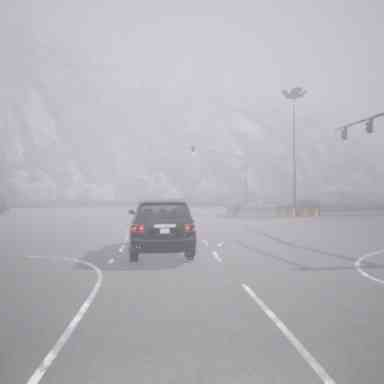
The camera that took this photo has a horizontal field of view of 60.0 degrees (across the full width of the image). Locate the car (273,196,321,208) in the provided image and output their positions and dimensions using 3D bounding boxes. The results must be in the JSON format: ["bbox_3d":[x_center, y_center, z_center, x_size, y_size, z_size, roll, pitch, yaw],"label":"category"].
[{"bbox_3d":[12.109,1.508,37.460,4.892,1.490,1.837,-1,0,-7],"label":"car"}]

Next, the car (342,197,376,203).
[{"bbox_3d":[24.781,1.479,49.508,4.902,1.511,2.128,0,0,-6],"label":"car"}]

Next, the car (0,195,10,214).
[{"bbox_3d":[-21.467,1.296,33.581,5.566,2.045,2.150,0,0,-7],"label":"car"}]

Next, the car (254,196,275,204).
[{"bbox_3d":[11.221,1.369,47.918,4.553,1.767,2.097,0,0,-7],"label":"car"}]

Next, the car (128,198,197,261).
[{"bbox_3d":[-1.198,1.243,12.570,2.150,2.045,5.566,0,0,-8],"label":"car"}]
